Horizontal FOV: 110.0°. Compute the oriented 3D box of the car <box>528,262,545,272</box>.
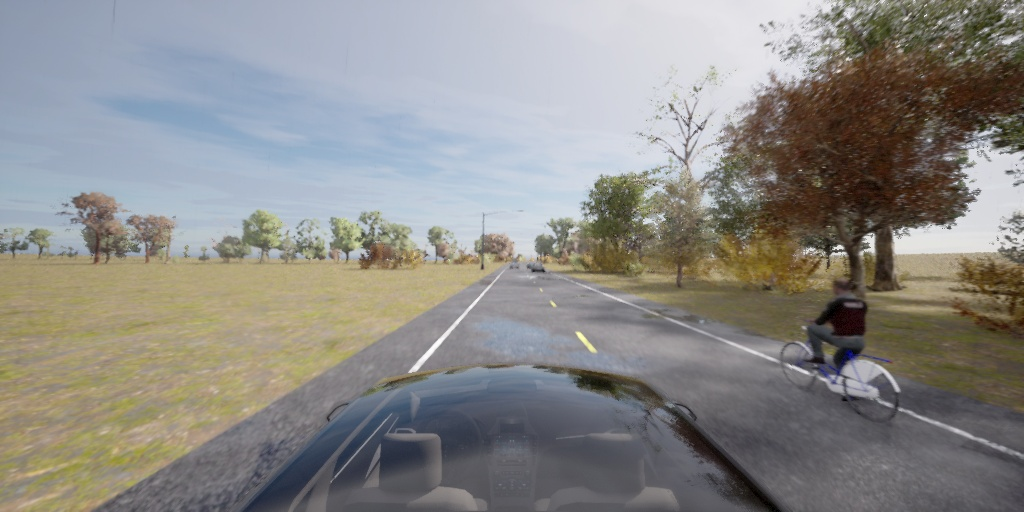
[{"bbox_3d":[3.962,1.804,55.669,1.994,1.385,4.181,1,0,0],"label":"car"}]

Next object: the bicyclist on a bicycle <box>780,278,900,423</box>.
[{"bbox_3d":[4.469,1.189,5.069,0.659,1.776,1.843,1,0,0],"label":"bicyclist on a bicycle"}]
